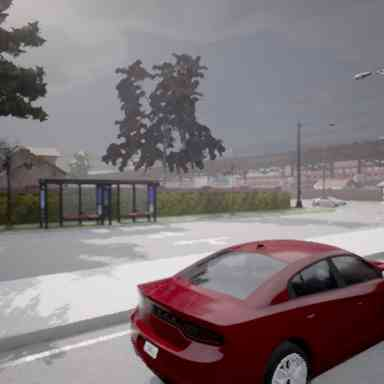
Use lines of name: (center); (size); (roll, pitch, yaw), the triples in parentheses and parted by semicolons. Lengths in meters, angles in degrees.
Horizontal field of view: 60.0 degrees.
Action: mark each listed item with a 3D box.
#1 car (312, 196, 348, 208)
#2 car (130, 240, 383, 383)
car: (18.392, 1.293, 44.558); (1.812, 1.442, 4.674); (0, 0, -35)
car: (1.585, 1.455, 4.878); (5.008, 1.535, 1.882); (0, 0, -35)
